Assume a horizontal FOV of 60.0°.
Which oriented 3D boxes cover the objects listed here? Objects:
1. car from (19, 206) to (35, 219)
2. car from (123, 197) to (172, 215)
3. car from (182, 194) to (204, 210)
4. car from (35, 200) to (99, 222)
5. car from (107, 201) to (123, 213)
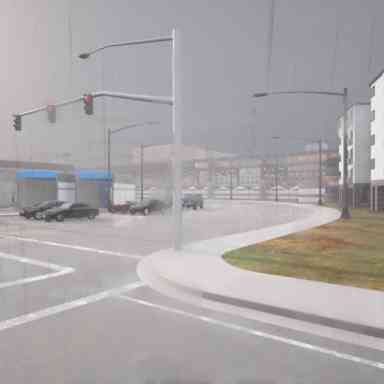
[{"bbox_3d":[-12.299,1.505,28.770,1.837,1.490,4.892,0,0,36],"label":"car"},{"bbox_3d":[-4.459,1.505,34.031,1.837,1.490,4.892,0,0,30],"label":"car"},{"bbox_3d":[-0.030,1.221,43.744,2.150,2.045,5.566,0,0,16],"label":"car"},{"bbox_3d":[-9.590,1.526,26.544,1.812,1.442,4.674,0,0,36],"label":"car"},{"bbox_3d":[-7.067,1.601,36.378,1.895,1.301,4.718,0,0,30],"label":"car"}]
